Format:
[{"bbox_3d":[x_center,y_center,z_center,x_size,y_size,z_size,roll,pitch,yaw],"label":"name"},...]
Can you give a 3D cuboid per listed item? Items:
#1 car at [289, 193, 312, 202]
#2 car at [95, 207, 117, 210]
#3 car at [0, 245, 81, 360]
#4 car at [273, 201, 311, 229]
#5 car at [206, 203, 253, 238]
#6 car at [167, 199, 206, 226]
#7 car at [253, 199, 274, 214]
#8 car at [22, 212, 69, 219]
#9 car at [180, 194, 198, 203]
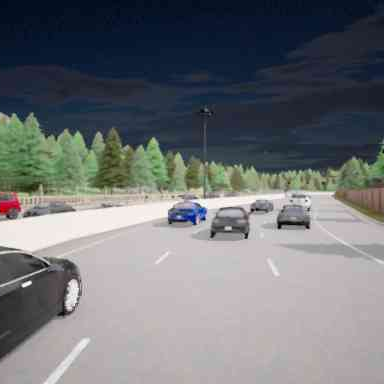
[{"bbox_3d":[12.643,1.125,38.845,2.150,2.045,5.566,0,0,22],"label":"car"},{"bbox_3d":[-6.831,1.464,26.059,1.895,1.301,4.718,0,0,15],"label":"car"},{"bbox_3d":[-3.128,1.471,4.545,1.837,1.490,4.892,0,0,3],"label":"car"},{"bbox_3d":[6.516,1.509,21.483,1.994,1.385,4.181,0,0,16],"label":"car"},{"bbox_3d":[2.073,1.466,17.212,1.812,1.442,4.674,0,0,11],"label":"car"},{"bbox_3d":[-0.204,1.385,22.907,1.882,1.535,5.008,0,0,14],"label":"car"},{"bbox_3d":[7.356,1.443,34.794,2.033,1.411,5.357,0,0,21],"label":"car"},{"bbox_3d":[-10.673,1.413,25.082,1.994,1.385,4.181,0,0,15],"label":"car"},{"bbox_3d":[-0.528,1.249,63.158,1.837,1.490,4.892,0,1,22],"label":"car"}]
